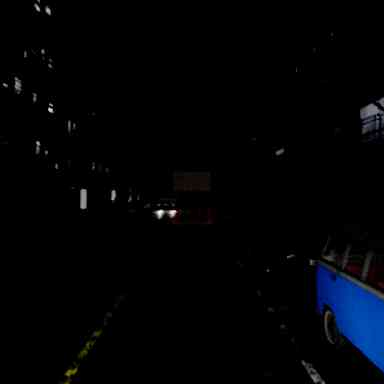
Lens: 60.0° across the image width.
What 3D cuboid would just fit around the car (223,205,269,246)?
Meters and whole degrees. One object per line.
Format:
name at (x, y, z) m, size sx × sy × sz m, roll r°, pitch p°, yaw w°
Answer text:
car at (2.688, 1.516, 14.887) m, size 1.887 × 1.381 × 4.507 m, roll 0°, pitch 0°, yaw 0°

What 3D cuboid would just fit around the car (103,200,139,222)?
car at (-5.696, 1.514, 26.161) m, size 1.947 × 1.339 × 4.313 m, roll 0°, pitch 0°, yaw 0°

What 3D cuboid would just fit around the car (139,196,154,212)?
car at (-5.698, 1.449, 37.264) m, size 1.752 × 1.417 × 4.829 m, roll 0°, pitch 0°, yaw 0°

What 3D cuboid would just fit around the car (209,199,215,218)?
car at (2.685, 1.499, 26.159) m, size 2.008 × 1.369 × 4.403 m, roll 0°, pitch 0°, yaw 0°

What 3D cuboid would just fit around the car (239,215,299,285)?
car at (2.689, 1.548, 9.251) m, size 1.947 × 1.339 × 4.313 m, roll 0°, pitch 0°, yaw 0°

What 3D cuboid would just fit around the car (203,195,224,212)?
car at (2.683, 1.238, 37.432) m, size 2.192 × 1.841 × 5.009 m, roll 0°, pitch 0°, yaw 0°

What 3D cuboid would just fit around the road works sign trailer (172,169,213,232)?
road works sign trailer at (0.010, 0.426, 19.670) m, size 2.380 × 3.560 × 2.880 m, roll 0°, pitch 0°, yaw 0°

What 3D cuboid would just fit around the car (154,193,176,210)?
car at (-3.104, 1.133, 42.405) m, size 2.150 × 2.045 × 5.566 m, roll 0°, pitch 0°, yaw 0°

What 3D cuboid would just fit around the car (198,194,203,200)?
car at (2.670, 1.327, 88.330) m, size 1.752 × 1.417 × 4.829 m, roll 0°, pitch 0°, yaw 0°

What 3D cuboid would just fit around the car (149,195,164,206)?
car at (-5.703, 1.324, 54.344) m, size 1.967 × 1.590 × 4.097 m, roll 0°, pitch 0°, yaw 0°

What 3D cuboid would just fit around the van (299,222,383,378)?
van at (2.691, 1.334, 3.614) m, size 1.690 × 1.788 × 3.998 m, roll 0°, pitch 0°, yaw 0°

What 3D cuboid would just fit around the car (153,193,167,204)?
car at (-5.703, 1.186, 59.980) m, size 2.192 × 1.841 × 5.009 m, roll 0°, pitch 0°, yaw 0°

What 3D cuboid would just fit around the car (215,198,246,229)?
car at (2.686, 1.400, 20.524) m, size 1.967 × 1.590 × 4.097 m, roll 0°, pitch 0°, yaw 0°

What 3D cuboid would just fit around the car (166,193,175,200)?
car at (-5.710, 1.117, 88.162) m, size 2.192 × 1.841 × 5.009 m, roll 0°, pitch 0°, yaw 0°
